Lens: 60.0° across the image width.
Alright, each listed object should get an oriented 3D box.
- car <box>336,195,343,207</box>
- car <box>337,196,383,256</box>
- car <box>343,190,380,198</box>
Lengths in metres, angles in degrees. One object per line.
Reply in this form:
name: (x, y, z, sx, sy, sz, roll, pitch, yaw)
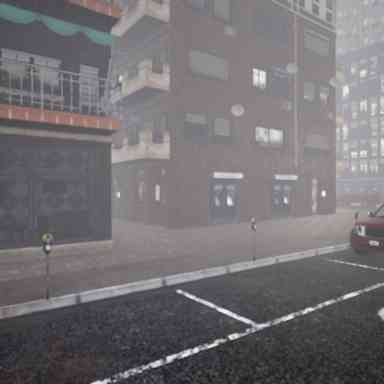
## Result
car: (12.748, 1.021, 34.198, 1.802, 1.307, 4.206, 1, 0, -36)
car: (7.503, 1.187, 11.422, 5.009, 1.841, 2.192, -1, 1, -35)
car: (19.361, 0.715, 38.947, 2.192, 1.841, 5.009, 0, 0, -36)
